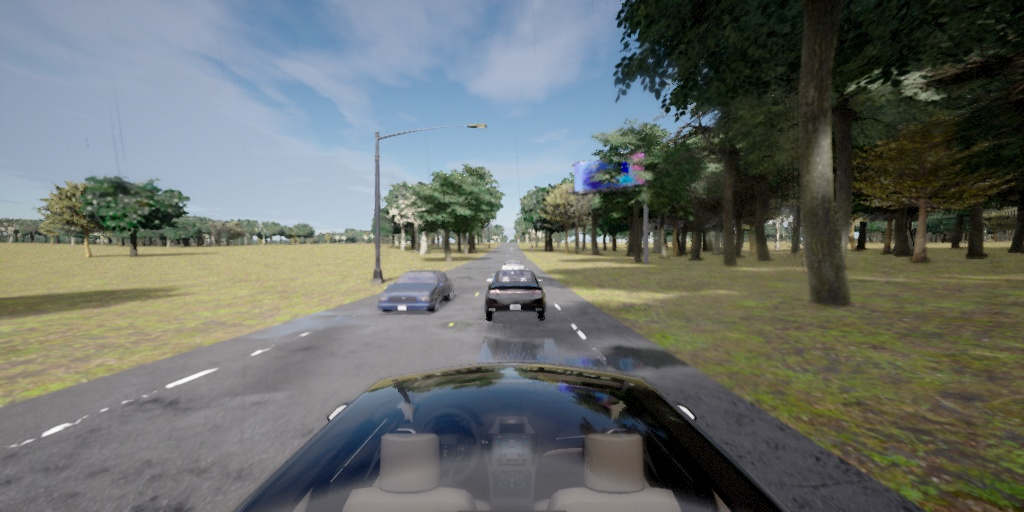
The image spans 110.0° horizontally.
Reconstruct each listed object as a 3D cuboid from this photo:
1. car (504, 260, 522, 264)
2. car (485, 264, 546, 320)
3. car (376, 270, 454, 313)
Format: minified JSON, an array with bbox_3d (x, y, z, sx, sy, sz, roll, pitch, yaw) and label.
[{"bbox_3d":[0.094,1.042,31.716,1.895,1.301,4.718,0,1,0],"label":"car"},{"bbox_3d":[0.097,1.210,12.496,2.128,1.511,4.902,0,0,0],"label":"car"},{"bbox_3d":[-3.503,1.253,14.094,2.033,1.411,5.357,0,0,0],"label":"car"}]
